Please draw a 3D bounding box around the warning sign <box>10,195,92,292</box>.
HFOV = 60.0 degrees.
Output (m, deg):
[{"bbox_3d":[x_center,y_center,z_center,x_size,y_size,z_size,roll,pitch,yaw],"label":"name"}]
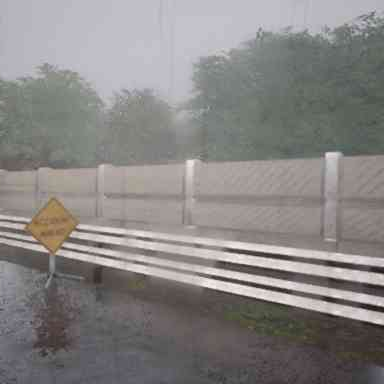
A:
[{"bbox_3d":[-3.081,1.016,7.350,1.060,1.860,1.300,1,1,36],"label":"warning sign"}]
